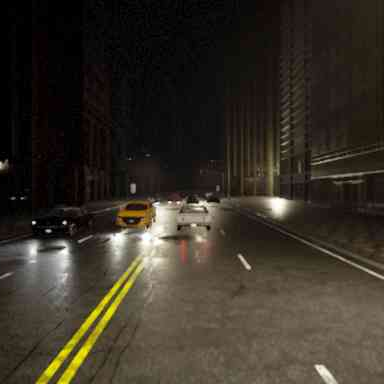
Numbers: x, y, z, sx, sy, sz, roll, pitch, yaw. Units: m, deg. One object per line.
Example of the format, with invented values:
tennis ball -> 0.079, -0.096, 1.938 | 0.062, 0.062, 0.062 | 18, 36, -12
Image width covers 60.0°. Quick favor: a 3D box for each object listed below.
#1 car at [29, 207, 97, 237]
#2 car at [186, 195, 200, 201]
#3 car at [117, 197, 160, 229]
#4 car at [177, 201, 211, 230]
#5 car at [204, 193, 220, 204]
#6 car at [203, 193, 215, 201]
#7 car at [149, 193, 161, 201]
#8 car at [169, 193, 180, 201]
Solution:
car -> -6.593, 1.478, 17.507 | 1.895, 1.301, 4.718 | 0, 0, 0
car -> 0.124, 1.156, 47.935 | 2.033, 1.411, 5.357 | 0, 1, 0
car -> -3.339, 1.331, 20.822 | 1.882, 1.535, 5.008 | 0, 0, 0
car -> 0.108, 1.461, 20.094 | 1.895, 1.301, 4.718 | 0, 0, 0
car -> 3.375, 1.114, 53.419 | 1.994, 1.385, 4.181 | 0, 1, 0
car -> 3.282, 0.915, 64.298 | 2.128, 1.511, 4.902 | 0, 1, 0
car -> -6.527, 0.995, 58.200 | 1.837, 1.490, 4.892 | 0, 1, 1
car -> -3.254, 0.927, 61.906 | 1.882, 1.535, 5.008 | 0, 1, 1
